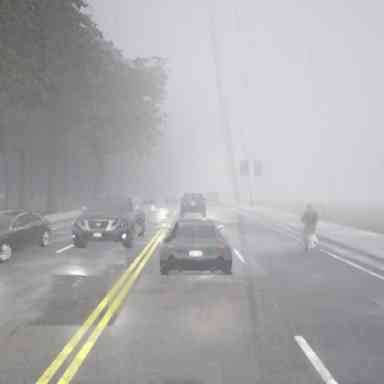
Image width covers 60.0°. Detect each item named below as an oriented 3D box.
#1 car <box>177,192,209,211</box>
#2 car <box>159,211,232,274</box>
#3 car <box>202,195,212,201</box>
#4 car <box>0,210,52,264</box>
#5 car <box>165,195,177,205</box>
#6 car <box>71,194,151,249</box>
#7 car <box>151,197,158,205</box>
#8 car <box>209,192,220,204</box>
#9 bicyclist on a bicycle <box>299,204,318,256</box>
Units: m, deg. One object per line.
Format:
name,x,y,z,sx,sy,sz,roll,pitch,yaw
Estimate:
car,0.093,1.074,28.990,2.150,2.045,5.566,0,0,0
car,0.098,1.508,10.385,1.994,1.385,4.181,0,0,0
car,3.233,1.268,72.103,1.994,1.385,4.181,0,0,0
car,-6.602,1.442,11.655,1.837,1.490,4.892,0,0,0
car,-3.327,1.281,54.089,1.812,1.442,4.674,0,0,0
car,-3.352,1.145,14.537,2.150,2.045,5.566,0,0,0
car,-6.580,1.361,52.376,1.895,1.301,4.718,0,0,0
car,3.337,0.975,54.784,2.150,2.045,5.566,0,0,0
bicyclist on a bicycle,4.140,1.308,11.896,0.659,1.776,1.843,0,1,0
